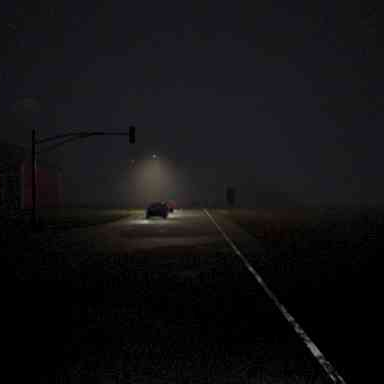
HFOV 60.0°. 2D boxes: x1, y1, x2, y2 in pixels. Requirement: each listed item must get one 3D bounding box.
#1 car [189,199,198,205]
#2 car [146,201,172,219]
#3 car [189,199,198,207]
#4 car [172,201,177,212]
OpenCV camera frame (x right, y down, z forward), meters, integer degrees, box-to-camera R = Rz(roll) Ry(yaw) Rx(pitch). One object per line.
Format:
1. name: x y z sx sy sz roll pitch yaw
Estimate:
1. car: 0.336 2.237 74.998 1.994 1.385 4.181 0 0 0
2. car: -3.436 1.808 33.542 1.882 1.535 5.008 0 -1 1
3. car: 0.294 2.083 65.312 1.882 1.535 5.008 0 0 0
4. car: -3.383 1.946 43.404 1.812 1.442 4.674 0 -1 1
